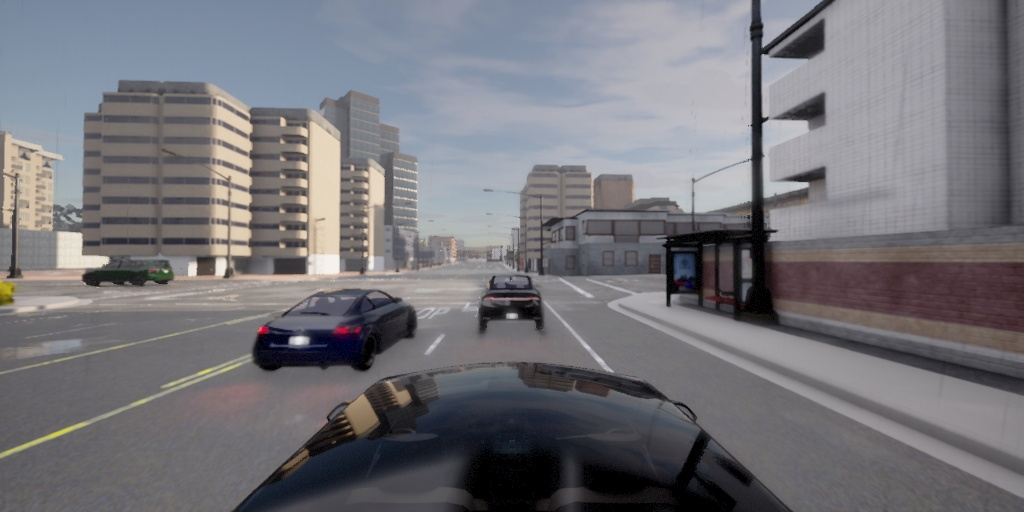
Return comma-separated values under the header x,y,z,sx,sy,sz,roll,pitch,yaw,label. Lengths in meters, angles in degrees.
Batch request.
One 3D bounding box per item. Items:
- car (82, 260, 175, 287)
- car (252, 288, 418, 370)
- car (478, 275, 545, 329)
x,y,z,sx,sy,sz,roll,pitch,yaw,label
-29.492,1.294,27.713,5.566,2.045,2.150,0,-1,-2,car
-3.493,1.390,7.925,1.994,1.385,4.181,0,-1,0,car
-0.046,1.366,11.733,2.128,1.511,4.902,0,-1,-1,car
